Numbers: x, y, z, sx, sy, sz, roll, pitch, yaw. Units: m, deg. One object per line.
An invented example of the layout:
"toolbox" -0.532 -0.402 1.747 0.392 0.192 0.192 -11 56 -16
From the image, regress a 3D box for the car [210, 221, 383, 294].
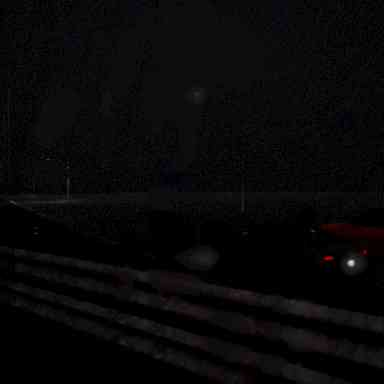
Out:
"car" 2.297 1.474 8.750 1.994 1.385 4.181 -1 0 -32

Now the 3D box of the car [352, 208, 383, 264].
"car" 5.768 1.238 9.804 2.097 1.767 4.553 -1 0 -32
